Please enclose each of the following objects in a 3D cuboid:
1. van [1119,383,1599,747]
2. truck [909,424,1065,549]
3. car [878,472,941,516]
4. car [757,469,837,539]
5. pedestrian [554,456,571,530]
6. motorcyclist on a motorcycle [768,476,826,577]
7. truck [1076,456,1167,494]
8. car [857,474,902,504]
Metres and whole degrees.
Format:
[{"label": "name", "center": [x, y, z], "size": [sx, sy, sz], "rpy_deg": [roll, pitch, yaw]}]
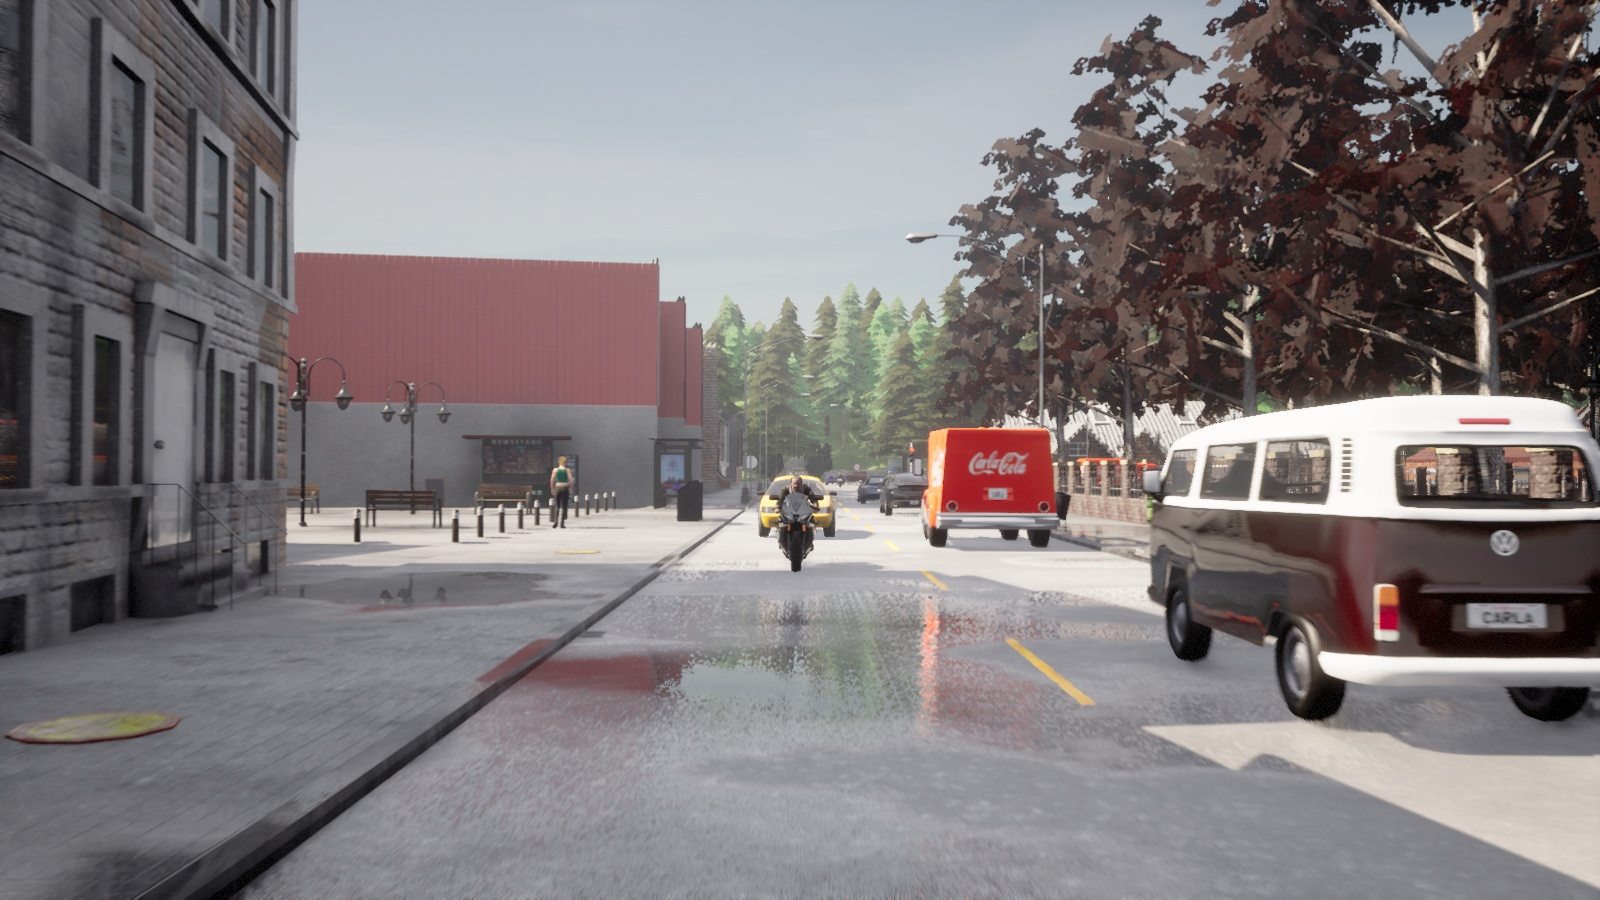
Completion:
[{"label": "van", "center": [3.976, 0.678, 9.300], "size": [2.069, 2.038, 4.480], "rpy_deg": [0, -1, 0]}, {"label": "truck", "center": [3.937, 0.773, 27.532], "size": [2.627, 2.467, 5.204], "rpy_deg": [0, -1, 0]}, {"label": "car", "center": [3.921, 1.566, 45.560], "size": [1.837, 1.490, 4.892], "rpy_deg": [0, -1, 0]}, {"label": "car", "center": [-0.065, 1.276, 31.168], "size": [1.801, 1.575, 5.366], "rpy_deg": [0, -1, 0]}, {"label": "pedestrian", "center": [-5.982, 1.077, 31.606], "size": [0.345, 1.836, 0.594], "rpy_deg": [0, -1, -4]}, {"label": "motorcyclist on a motorcycle", "center": [-0.049, 1.189, 20.262], "size": [0.866, 1.530, 2.191], "rpy_deg": [0, -1, 0]}, {"label": "truck", "center": [20.974, 1.617, 82.138], "size": [5.204, 2.467, 2.627], "rpy_deg": [0, -1, -2]}, {"label": "car", "center": [3.885, 1.899, 61.873], "size": [1.994, 1.385, 4.181], "rpy_deg": [0, -1, 1]}]
